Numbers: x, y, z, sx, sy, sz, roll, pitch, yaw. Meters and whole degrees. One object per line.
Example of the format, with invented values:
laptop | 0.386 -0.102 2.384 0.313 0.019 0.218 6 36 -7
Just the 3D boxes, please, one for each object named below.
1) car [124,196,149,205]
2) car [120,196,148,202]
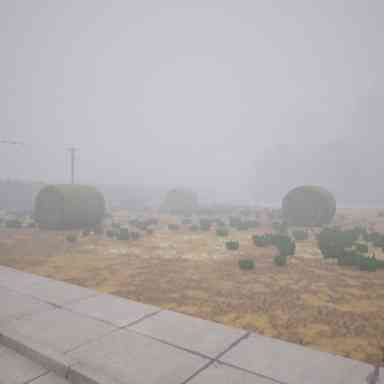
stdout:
car | -10.126 1.594 61.263 1.837 1.490 4.892 0 0 33
car | -9.866 1.550 55.165 1.837 1.490 4.892 0 0 33
